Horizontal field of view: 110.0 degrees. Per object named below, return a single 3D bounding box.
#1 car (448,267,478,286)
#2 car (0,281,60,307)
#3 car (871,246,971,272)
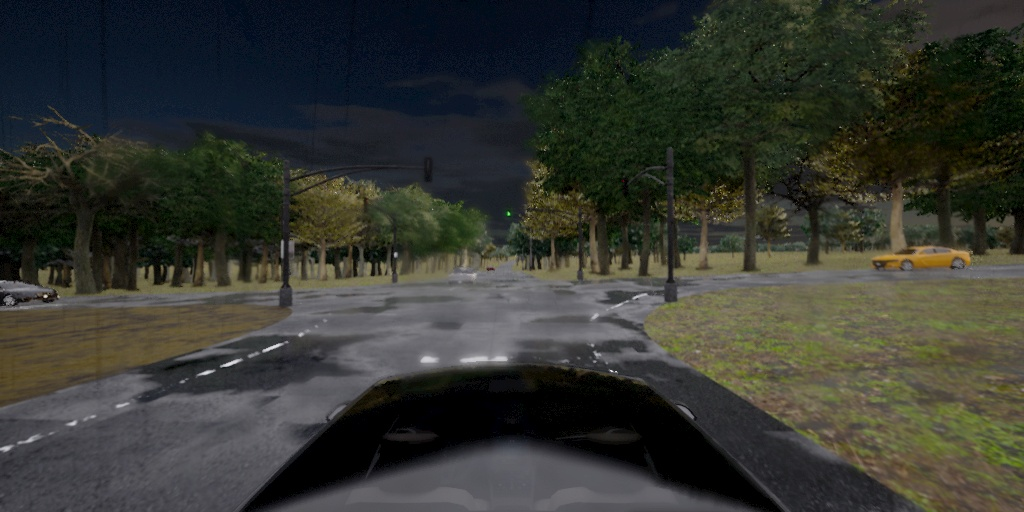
[{"bbox_3d":[-3.716,1.559,27.617,1.895,1.301,4.718,-1,0,-1],"label":"car"},{"bbox_3d":[-30.880,2.294,21.974,4.892,1.490,1.837,-2,-1,2],"label":"car"},{"bbox_3d":[26.595,0.181,23.462,5.008,1.535,1.882,-3,-1,2],"label":"car"}]
